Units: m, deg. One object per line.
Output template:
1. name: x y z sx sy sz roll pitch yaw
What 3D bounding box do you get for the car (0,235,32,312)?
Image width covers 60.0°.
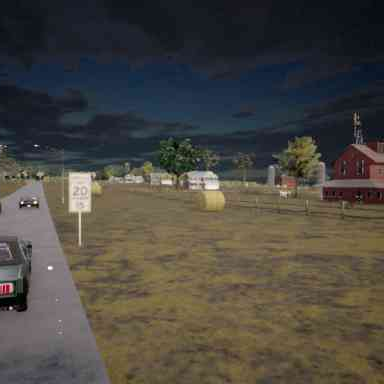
1. car: -4.507 1.592 7.191 1.895 1.301 4.718 0 0 -24

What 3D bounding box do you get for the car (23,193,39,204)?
1. car: -21.499 0.815 44.561 1.895 1.301 4.718 0 1 -24

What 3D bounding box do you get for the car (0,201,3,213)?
1. car: -16.761 1.133 27.293 2.128 1.511 4.902 0 1 -24

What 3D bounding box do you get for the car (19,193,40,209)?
1. car: -17.321 1.056 35.509 1.895 1.301 4.718 0 1 -24
